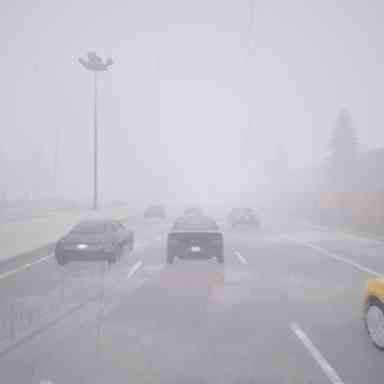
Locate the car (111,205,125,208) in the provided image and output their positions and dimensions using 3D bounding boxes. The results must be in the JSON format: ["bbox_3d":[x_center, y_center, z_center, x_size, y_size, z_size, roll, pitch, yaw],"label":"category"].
[{"bbox_3d":[-10.542,1.945,48.262,1.837,1.490,4.892,0,-1,0],"label":"car"}]

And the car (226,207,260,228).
[{"bbox_3d":[3.612,1.769,24.198,2.033,1.411,5.357,0,0,0],"label":"car"}]

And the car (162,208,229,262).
[{"bbox_3d":[0.106,1.593,12.576,1.882,1.535,5.008,0,0,0],"label":"car"}]

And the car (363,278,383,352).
[{"bbox_3d":[3.601,1.508,3.218,1.882,1.535,5.008,0,0,0],"label":"car"}]

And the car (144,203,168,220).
[{"bbox_3d":[-3.385,1.783,31.903,2.128,1.511,4.902,0,0,0],"label":"car"}]

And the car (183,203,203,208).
[{"bbox_3d":[0.113,1.824,32.749,1.812,1.442,4.674,0,0,0],"label":"car"}]

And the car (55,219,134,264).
[{"bbox_3d":[-3.395,1.677,12.304,1.994,1.385,4.181,0,0,0],"label":"car"}]
